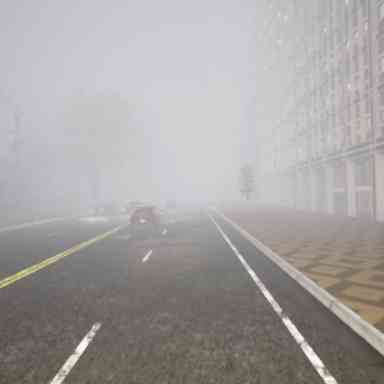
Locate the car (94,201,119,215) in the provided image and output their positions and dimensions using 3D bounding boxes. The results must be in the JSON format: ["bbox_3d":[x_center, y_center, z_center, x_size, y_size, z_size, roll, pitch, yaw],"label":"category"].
[{"bbox_3d":[-9.628,1.789,37.750,2.128,1.511,4.902,-1,0,0],"label":"car"}]

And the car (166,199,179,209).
[{"bbox_3d":[-2.984,1.770,48.219,2.033,1.411,5.357,-1,0,0],"label":"car"}]

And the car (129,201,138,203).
[{"bbox_3d":[-6.377,1.758,37.874,1.837,1.490,4.892,-1,-1,0],"label":"car"}]

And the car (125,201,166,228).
[{"bbox_3d":[-3.087,1.636,23.032,1.812,1.442,4.674,-1,0,0],"label":"car"}]
